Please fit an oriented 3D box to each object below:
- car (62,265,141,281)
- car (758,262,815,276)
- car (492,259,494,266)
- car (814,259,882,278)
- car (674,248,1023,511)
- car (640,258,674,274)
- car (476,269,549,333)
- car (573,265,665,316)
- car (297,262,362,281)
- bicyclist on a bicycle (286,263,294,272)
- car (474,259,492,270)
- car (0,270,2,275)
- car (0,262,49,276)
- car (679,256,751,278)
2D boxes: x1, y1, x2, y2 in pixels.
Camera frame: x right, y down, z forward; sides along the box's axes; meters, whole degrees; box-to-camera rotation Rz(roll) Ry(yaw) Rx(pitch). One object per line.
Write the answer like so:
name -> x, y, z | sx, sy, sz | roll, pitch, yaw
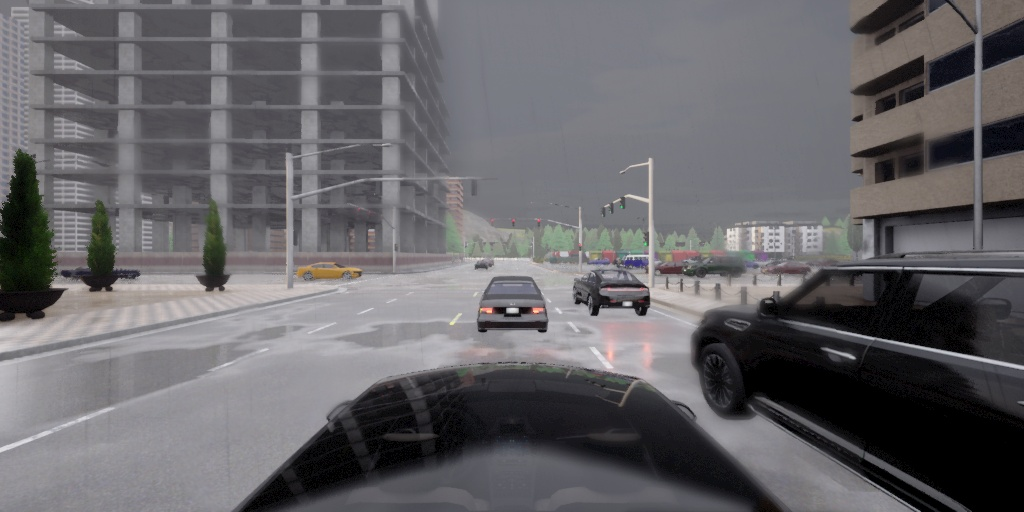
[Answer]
car -> -34.157, 1.406, 29.954 | 4.718, 1.301, 1.895 | 0, 0, 0
car -> 28.771, 1.331, 37.688 | 4.674, 1.442, 1.812 | 0, 0, -1
car -> -4.561, 1.228, 63.078 | 1.882, 1.535, 5.008 | 0, 0, 0
car -> 31.991, 1.157, 34.224 | 4.553, 1.767, 2.097 | 0, 0, 0
car -> 3.598, 0.971, 2.704 | 2.150, 2.045, 5.566 | 0, 0, 0
car -> 16.492, 1.283, 37.594 | 5.008, 1.535, 1.882 | 0, 0, 0
car -> 0.015, 1.297, 10.741 | 2.033, 1.411, 5.357 | 0, 0, 0
car -> 3.489, 1.242, 13.325 | 2.128, 1.511, 4.902 | 0, 0, -1
car -> -15.406, 1.283, 30.460 | 5.008, 1.535, 1.882 | 0, 0, -5
bicyclist on a bicycle -> -25.993, 1.106, 42.007 | 0.582, 1.620, 1.656 | 0, 0, 0
car -> -4.457, 1.351, 52.911 | 1.895, 1.301, 4.718 | 0, 0, -1
car -> -50.854, 1.283, 33.460 | 5.008, 1.535, 1.882 | 0, 0, 0
car -> -51.211, 1.331, 36.960 | 4.674, 1.442, 1.812 | 0, 0, 0
car -> 19.211, 1.027, 34.118 | 5.566, 2.045, 2.150 | 0, 0, 0
